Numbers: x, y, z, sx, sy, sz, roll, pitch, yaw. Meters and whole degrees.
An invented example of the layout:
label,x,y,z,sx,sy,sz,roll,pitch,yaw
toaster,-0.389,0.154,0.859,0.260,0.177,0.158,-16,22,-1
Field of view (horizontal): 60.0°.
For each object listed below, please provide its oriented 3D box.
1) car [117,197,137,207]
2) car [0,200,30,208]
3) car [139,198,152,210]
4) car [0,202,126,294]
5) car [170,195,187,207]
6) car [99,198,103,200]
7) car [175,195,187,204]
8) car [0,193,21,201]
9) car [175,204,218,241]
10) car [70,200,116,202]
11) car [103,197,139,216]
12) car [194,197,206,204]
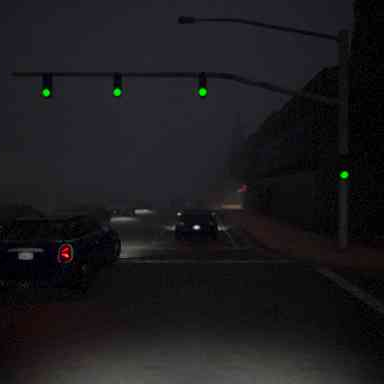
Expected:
label,x,y,z,sx,sy,sz,roll,pitch,yaw
car,-9.345,1.422,48.029,1.994,1.385,4.181,0,0,2
car,-10.415,1.448,19.151,1.837,1.490,4.892,0,0,1
car,-6.145,1.443,40.995,1.994,1.385,4.181,0,0,2
car,-3.376,1.325,8.910,2.097,1.767,4.553,0,0,0
car,-2.192,1.418,49.477,1.994,1.385,4.181,0,0,2
car,-9.769,1.379,37.991,2.128,1.511,4.902,0,0,2
car,-1.932,1.329,59.405,1.837,1.490,4.892,0,0,2
car,-24.398,1.031,42.057,3.866,1.878,1.905,0,0,1
car,0.233,1.515,16.526,1.994,1.385,4.181,0,0,1
car,-6.820,1.498,22.326,1.994,1.385,4.181,0,0,2
car,-6.527,1.434,31.084,1.812,1.442,4.674,0,0,2
car,1.189,1.403,48.784,2.033,1.411,5.357,0,0,2
